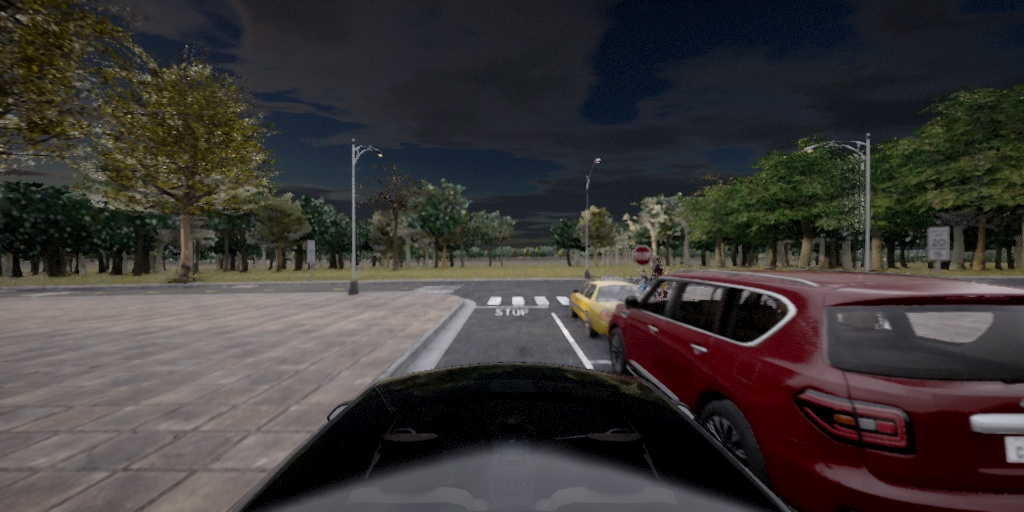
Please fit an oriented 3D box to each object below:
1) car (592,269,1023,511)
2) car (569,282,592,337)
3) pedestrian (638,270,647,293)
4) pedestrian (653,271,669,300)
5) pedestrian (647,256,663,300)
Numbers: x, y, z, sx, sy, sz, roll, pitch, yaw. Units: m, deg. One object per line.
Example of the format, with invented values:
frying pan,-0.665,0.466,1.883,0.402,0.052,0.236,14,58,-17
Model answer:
car,2.638,1.050,4.211,2.192,1.841,5.009,0,0,0
car,2.638,1.227,9.927,1.751,1.417,4.829,0,0,0
pedestrian,5.366,1.097,14.383,0.375,1.300,0.375,0,0,0
pedestrian,5.593,1.204,13.128,0.500,1.100,0.500,0,0,0
pedestrian,5.555,0.819,13.782,0.375,1.860,0.375,0,0,0
